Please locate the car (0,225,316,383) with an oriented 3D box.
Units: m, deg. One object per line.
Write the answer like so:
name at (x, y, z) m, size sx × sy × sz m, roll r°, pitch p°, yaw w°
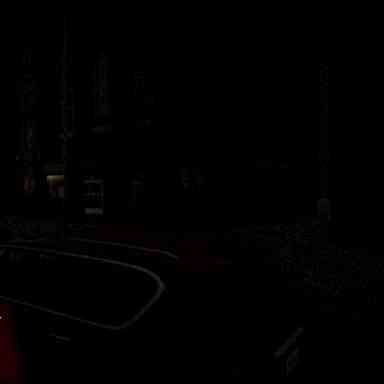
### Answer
car at (-1.211, 1.331, 3.822) m, size 5.009 × 1.841 × 2.192 m, roll 0°, pitch 0°, yaw 35°
